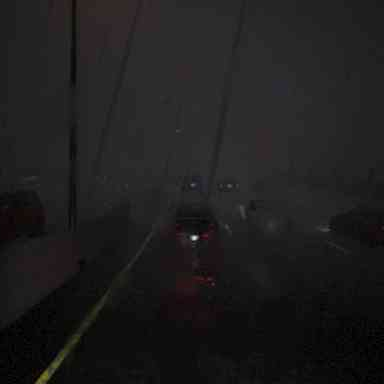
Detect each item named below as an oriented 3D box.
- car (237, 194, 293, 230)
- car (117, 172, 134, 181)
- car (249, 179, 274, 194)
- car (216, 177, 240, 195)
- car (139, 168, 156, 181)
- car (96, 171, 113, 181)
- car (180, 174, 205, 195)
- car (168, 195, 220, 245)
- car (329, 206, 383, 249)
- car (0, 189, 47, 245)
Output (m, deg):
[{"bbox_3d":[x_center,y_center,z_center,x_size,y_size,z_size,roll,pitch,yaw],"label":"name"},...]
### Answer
[{"bbox_3d":[3.574,1.043,16.987,1.895,1.301,4.718,0,4,0],"label":"car"},{"bbox_3d":[-10.637,-2.466,53.414,1.895,1.301,4.718,0,6,0],"label":"car"},{"bbox_3d":[7.049,-0.614,33.957,2.128,1.511,4.902,0,6,0],"label":"car"},{"bbox_3d":[3.550,-0.721,33.616,2.097,1.767,4.553,0,6,0],"label":"car"},{"bbox_3d":[-7.137,-2.906,53.988,2.150,2.045,5.566,0,6,0],"label":"car"},{"bbox_3d":[-14.136,-2.623,54.005,1.837,1.490,4.892,0,6,0],"label":"car"},{"bbox_3d":[0.051,-0.775,32.855,2.150,2.045,5.566,0,6,0],"label":"car"},{"bbox_3d":[0.077,1.150,13.599,1.837,1.490,4.892,0,3,0],"label":"car"},{"bbox_3d":[7.078,1.236,13.056,1.994,1.385,4.181,0,3,0],"label":"car"},{"bbox_3d":[-7.117,0.962,11.584,2.150,2.045,5.566,0,3,0],"label":"car"}]
